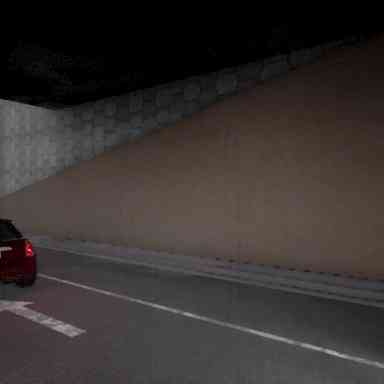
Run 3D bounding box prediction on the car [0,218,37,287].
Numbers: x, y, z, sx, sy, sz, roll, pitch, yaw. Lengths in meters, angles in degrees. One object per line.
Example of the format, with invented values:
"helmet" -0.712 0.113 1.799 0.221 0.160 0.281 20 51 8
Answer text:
"car" -5.837 1.352 8.154 4.553 1.767 2.097 0 0 36
